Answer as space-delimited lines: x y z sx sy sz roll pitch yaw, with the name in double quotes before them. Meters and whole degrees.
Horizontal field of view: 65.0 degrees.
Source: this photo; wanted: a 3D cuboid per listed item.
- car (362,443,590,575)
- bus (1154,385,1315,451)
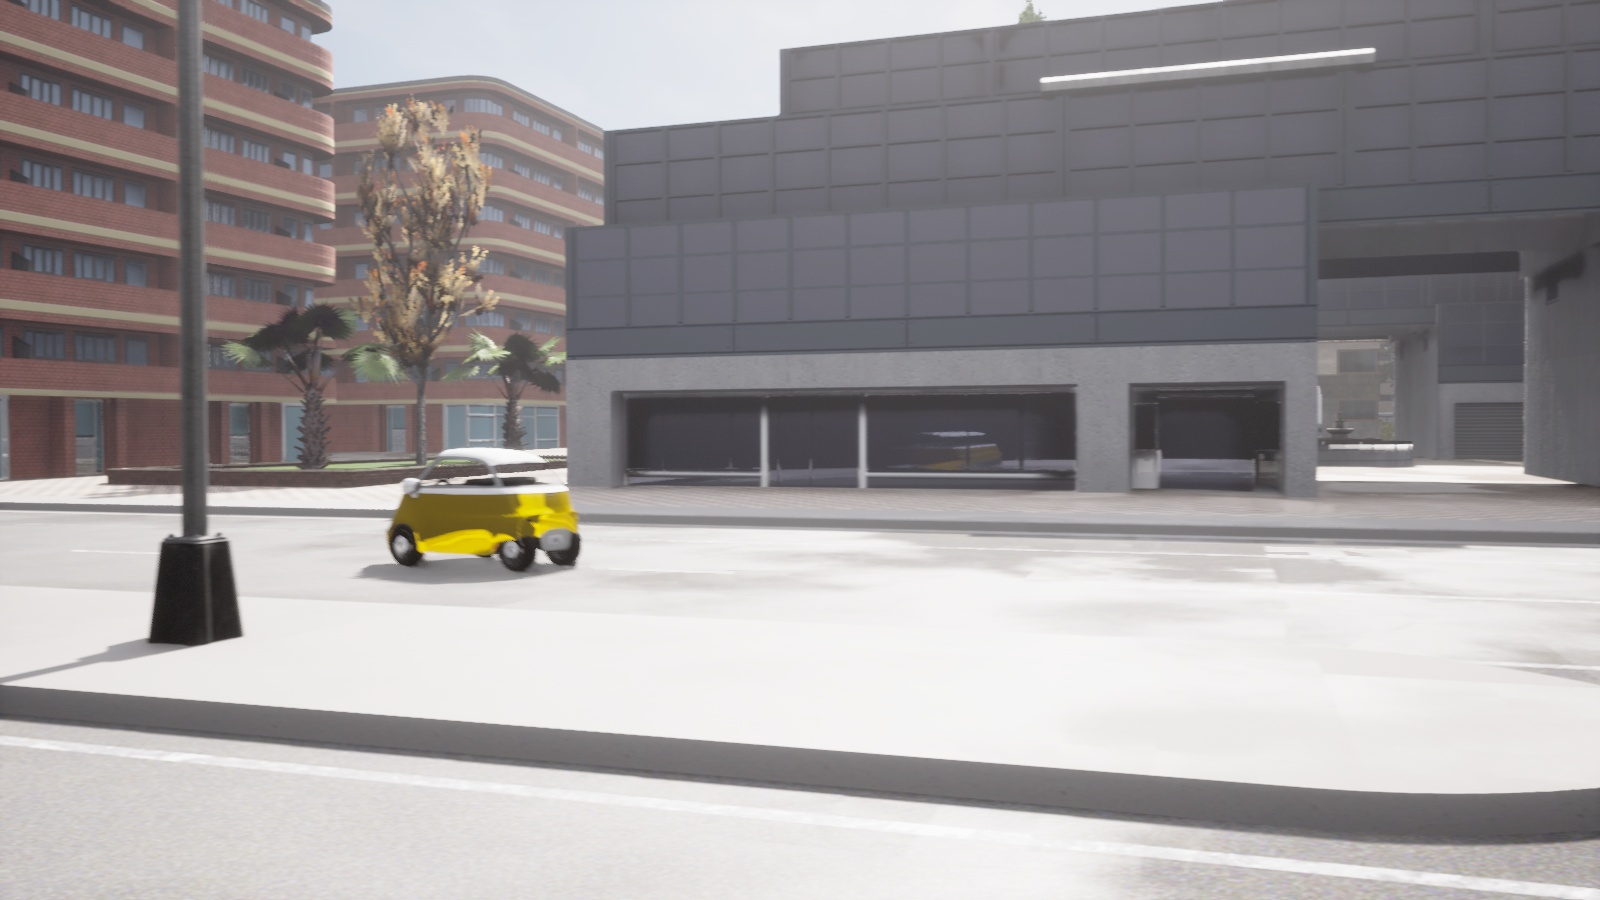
"car" -3.804 0.626 14.743 2.207 1.376 1.481 1 1 33
"bus" 30.198 -2.254 87.637 10.273 4.253 3.944 2 2 18
